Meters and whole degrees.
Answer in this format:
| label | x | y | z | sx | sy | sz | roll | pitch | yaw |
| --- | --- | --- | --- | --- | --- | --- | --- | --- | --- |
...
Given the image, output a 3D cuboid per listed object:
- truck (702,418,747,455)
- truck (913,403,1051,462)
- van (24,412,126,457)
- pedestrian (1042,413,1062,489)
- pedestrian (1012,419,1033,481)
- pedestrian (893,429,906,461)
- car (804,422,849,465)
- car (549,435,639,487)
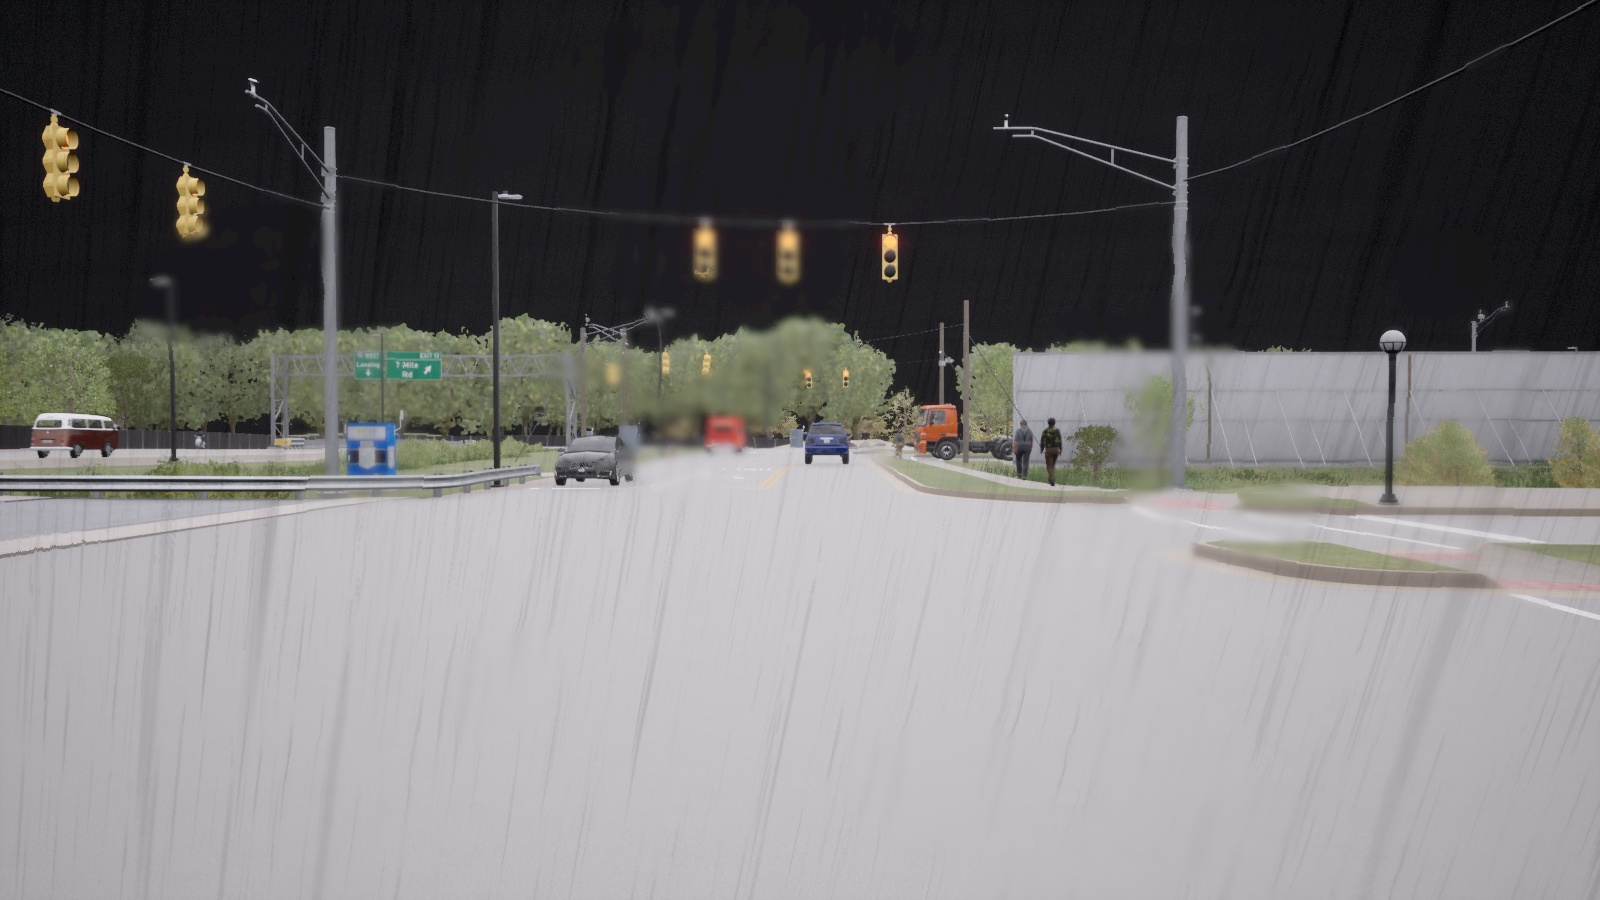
| label | x | y | z | sx | sy | sz | roll | pitch | yaw |
| --- | --- | --- | --- | --- | --- | --- | --- | --- | --- |
| truck | -5.089 | -0.920 | 85.442 | 2.627 | 2.467 | 5.204 | 0 | 1 | 1 |
| truck | 11.121 | -1.089 | 77.374 | 7.936 | 3.462 | 2.891 | 1 | 2 | -4 |
| van | -33.453 | -0.702 | 58.120 | 2.069 | 2.038 | 4.480 | 0 | 0 | 1 |
| pedestrian | 6.529 | 0.019 | 32.528 | 0.395 | 1.930 | 0.692 | 0 | 2 | 2 |
| pedestrian | 6.664 | -0.011 | 37.622 | 0.540 | 1.848 | 0.694 | 0 | 2 | 3 |
| pedestrian | 5.819 | -0.290 | 73.597 | 0.540 | 1.848 | 0.694 | -1 | 2 | -19 |
| car | 1.360 | -0.350 | 62.966 | 2.150 | 2.045 | 5.566 | 0 | 1 | 2 |
| car | -6.251 | 0.292 | 38.694 | 1.837 | 1.490 | 4.892 | 0 | 1 | 2 |
